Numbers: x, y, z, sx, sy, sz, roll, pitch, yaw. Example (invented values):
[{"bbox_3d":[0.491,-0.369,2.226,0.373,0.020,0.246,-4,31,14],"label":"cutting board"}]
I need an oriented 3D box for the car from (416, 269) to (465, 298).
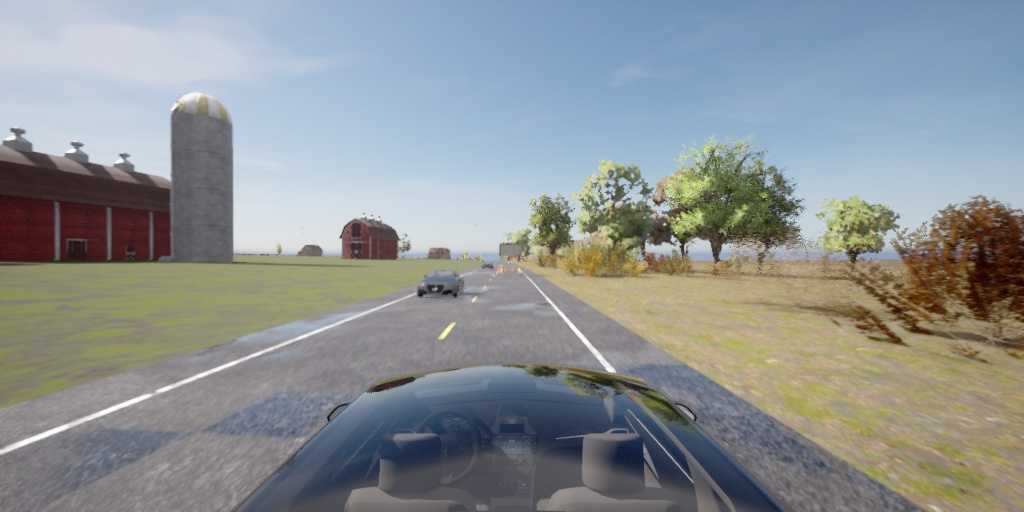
[{"bbox_3d":[-3.641,1.389,18.980,1.994,1.385,4.181,0,0,0],"label":"car"}]

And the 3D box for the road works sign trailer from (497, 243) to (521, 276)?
[{"bbox_3d":[-0.201,0.375,39.198,2.380,3.560,2.880,0,0,-1],"label":"road works sign trailer"}]

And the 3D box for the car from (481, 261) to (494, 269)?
[{"bbox_3d":[-4.086,1.576,60.976,1.994,1.385,4.181,0,0,0],"label":"car"}]
